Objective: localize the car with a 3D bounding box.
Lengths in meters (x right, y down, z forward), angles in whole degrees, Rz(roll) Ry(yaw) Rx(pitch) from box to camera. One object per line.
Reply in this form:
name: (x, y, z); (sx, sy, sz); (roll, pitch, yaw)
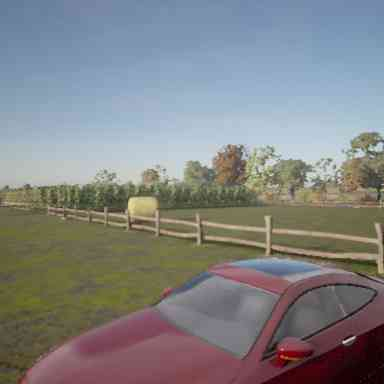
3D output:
car: (0.705, 1.525, 3.575); (4.674, 1.442, 1.812); (0, 0, -36)
